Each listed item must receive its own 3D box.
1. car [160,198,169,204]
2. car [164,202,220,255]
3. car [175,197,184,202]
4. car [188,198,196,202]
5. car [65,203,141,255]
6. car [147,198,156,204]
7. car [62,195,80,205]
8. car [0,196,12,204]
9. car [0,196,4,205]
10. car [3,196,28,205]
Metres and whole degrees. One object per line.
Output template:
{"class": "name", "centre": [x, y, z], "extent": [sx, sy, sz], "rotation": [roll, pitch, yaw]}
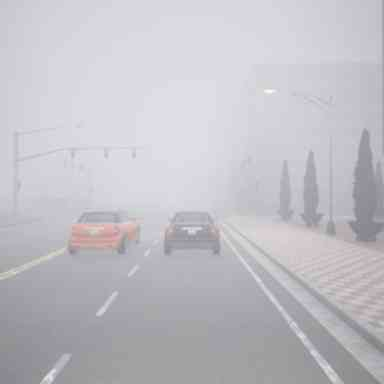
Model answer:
{"class": "car", "centre": [-6.981, 2.340, 86.208], "extent": [1.812, 1.442, 4.674], "rotation": [0, -1, 0]}
{"class": "car", "centre": [0.005, 1.484, 14.085], "extent": [2.097, 1.767, 4.553], "rotation": [0, -1, 0]}
{"class": "car", "centre": [-3.481, 2.370, 87.243], "extent": [1.994, 1.385, 4.181], "rotation": [0, -1, 0]}
{"class": "car", "centre": [0.019, 2.413, 87.271], "extent": [1.895, 1.301, 4.718], "rotation": [0, -1, 0]}
{"class": "car", "centre": [-3.495, 1.484, 14.087], "extent": [2.097, 1.767, 4.553], "rotation": [0, -1, 0]}
{"class": "car", "centre": [-10.481, 2.340, 86.209], "extent": [1.812, 1.442, 4.674], "rotation": [0, -1, 0]}
{"class": "car", "centre": [-30.191, 2.182, 83.075], "extent": [1.970, 1.475, 3.806], "rotation": [0, -1, 0]}
{"class": "car", "centre": [-47.089, 1.939, 83.051], "extent": [1.932, 1.855, 4.605], "rotation": [0, -1, 0]}
{"class": "car", "centre": [-38.912, 2.008, 68.008], "extent": [1.784, 1.438, 3.905], "rotation": [0, -1, 0]}
{"class": "car", "centre": [-36.017, 2.039, 67.996], "extent": [1.970, 1.475, 3.806], "rotation": [0, -1, 0]}
